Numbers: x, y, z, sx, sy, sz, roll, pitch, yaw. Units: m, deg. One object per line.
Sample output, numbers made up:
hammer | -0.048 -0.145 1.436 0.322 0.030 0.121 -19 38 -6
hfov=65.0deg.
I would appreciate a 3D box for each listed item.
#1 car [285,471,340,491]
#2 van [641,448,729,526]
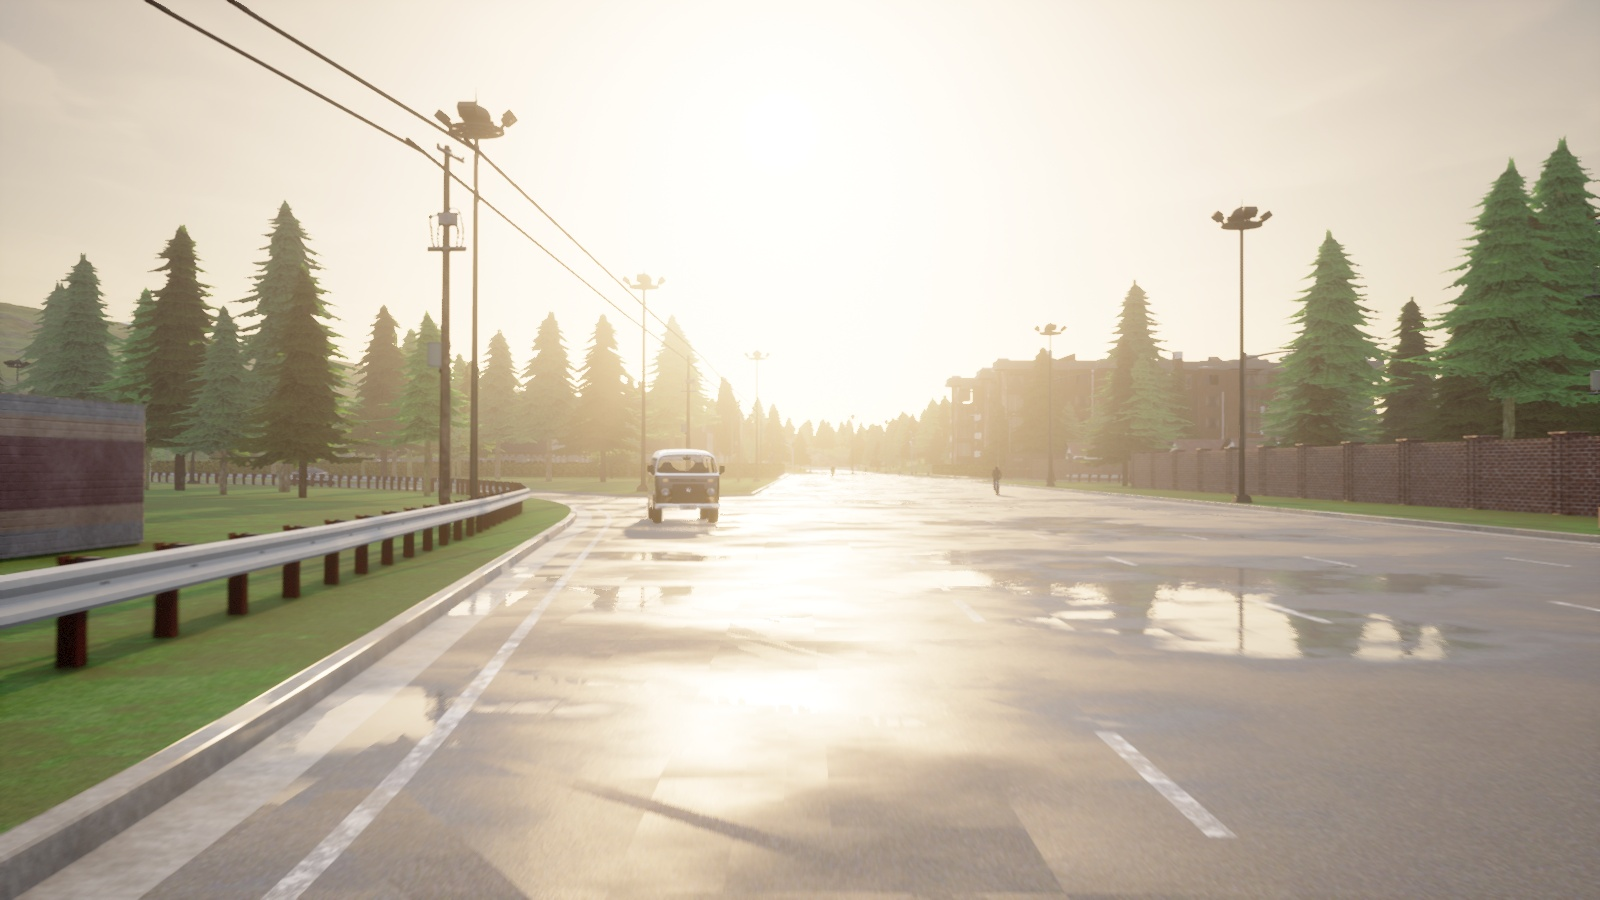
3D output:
car | -34.913 2.187 89.907 4.181 1.385 1.994 -1 -1 43
van | -3.290 1.002 35.149 2.069 2.038 4.480 0 -1 -10
